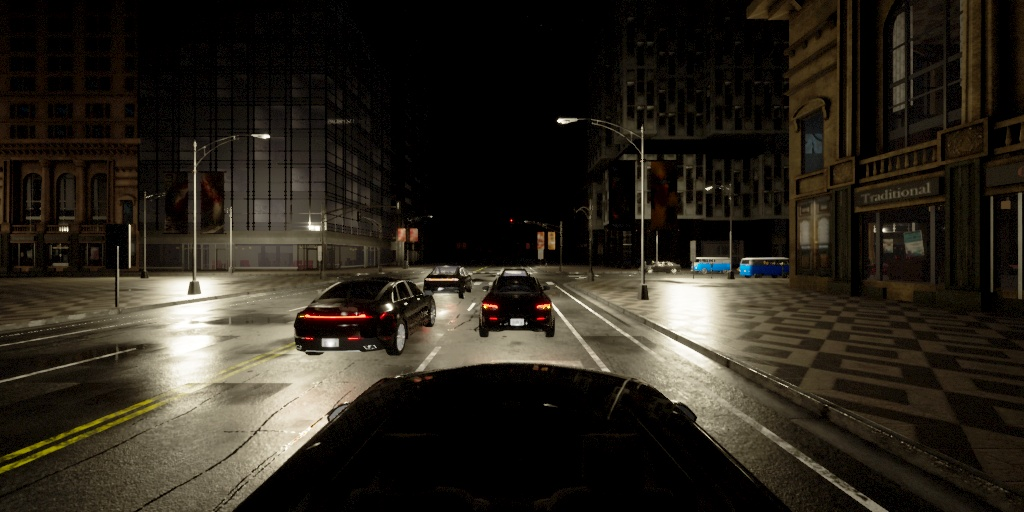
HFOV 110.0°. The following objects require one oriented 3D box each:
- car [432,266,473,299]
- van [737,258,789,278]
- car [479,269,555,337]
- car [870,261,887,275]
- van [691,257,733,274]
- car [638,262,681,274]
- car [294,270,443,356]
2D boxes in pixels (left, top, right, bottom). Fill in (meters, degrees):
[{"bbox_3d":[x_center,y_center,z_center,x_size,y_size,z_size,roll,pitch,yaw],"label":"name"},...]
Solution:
[{"bbox_3d":[-3.106,1.241,18.034,2.128,1.511,4.902,0,0,0],"label":"car"},{"bbox_3d":[21.541,1.032,30.303,3.998,1.789,1.690,0,0,0],"label":"van"},{"bbox_3d":[0.123,1.276,10.115,1.812,1.442,4.674,0,0,0],"label":"car"},{"bbox_3d":[32.778,1.251,30.223,4.207,1.307,1.802,0,0,0],"label":"car"},{"bbox_3d":[21.600,1.042,38.827,3.998,1.789,1.690,0,0,0],"label":"van"},{"bbox_3d":[15.981,1.263,38.867,4.403,1.370,2.007,0,0,0],"label":"car"},{"bbox_3d":[-3.133,1.255,8.620,1.837,1.490,4.892,0,0,0],"label":"car"}]
